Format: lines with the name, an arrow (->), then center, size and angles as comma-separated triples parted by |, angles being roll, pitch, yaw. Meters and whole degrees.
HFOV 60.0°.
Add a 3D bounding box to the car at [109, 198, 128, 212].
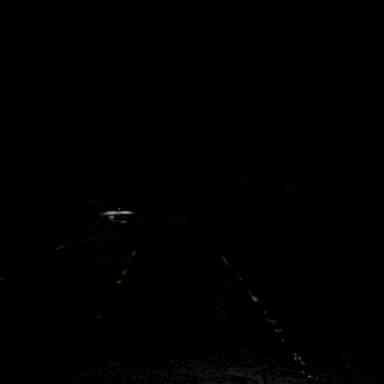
car -> -8.089, 1.330, 36.567 | 2.033, 1.411, 5.357 | 0, 0, -15
